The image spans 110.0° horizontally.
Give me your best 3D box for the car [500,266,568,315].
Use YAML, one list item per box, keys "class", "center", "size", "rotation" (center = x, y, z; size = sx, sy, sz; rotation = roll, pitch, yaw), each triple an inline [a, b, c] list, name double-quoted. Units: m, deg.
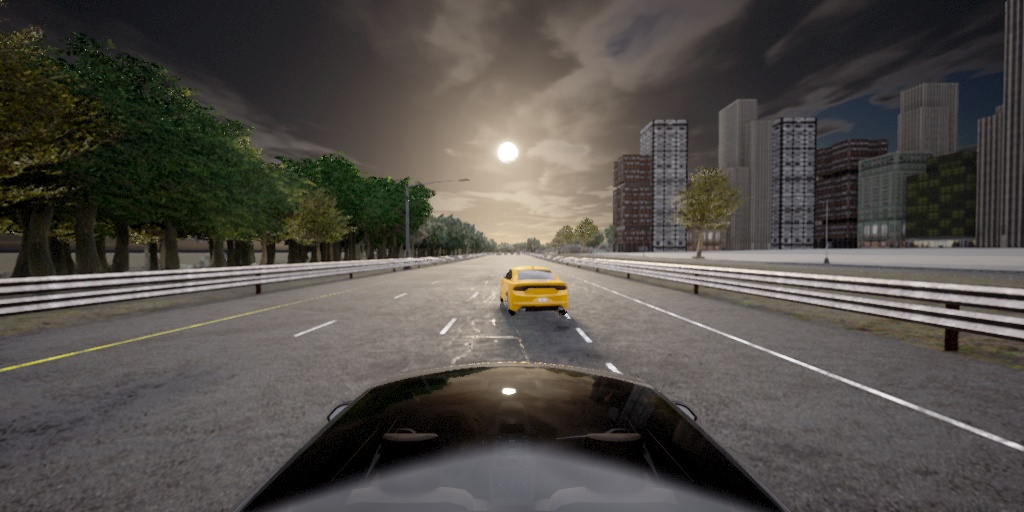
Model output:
- class: "car"
  center: [0.636, 1.117, 13.124]
  size: [1.882, 1.535, 5.008]
  rotation: [-1, 1, -6]
